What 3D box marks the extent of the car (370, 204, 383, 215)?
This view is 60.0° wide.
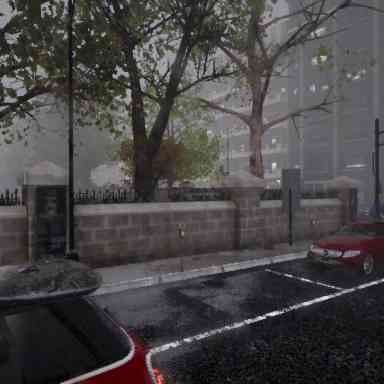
[{"bbox_3d":[14.782,1.357,22.456,1.882,1.535,5.008,0,2,-36],"label":"car"}]

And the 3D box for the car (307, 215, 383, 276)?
[{"bbox_3d":[5.356,1.581,10.269,4.206,1.307,1.802,0,0,-35],"label":"car"}]

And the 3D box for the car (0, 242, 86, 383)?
[{"bbox_3d":[-3.723,1.566,3.936,4.313,1.339,1.947,0,0,-35],"label":"car"}]

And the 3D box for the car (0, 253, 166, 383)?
[{"bbox_3d":[-2.359,1.352,1.727,4.553,1.767,2.097,0,0,-35],"label":"car"}]
